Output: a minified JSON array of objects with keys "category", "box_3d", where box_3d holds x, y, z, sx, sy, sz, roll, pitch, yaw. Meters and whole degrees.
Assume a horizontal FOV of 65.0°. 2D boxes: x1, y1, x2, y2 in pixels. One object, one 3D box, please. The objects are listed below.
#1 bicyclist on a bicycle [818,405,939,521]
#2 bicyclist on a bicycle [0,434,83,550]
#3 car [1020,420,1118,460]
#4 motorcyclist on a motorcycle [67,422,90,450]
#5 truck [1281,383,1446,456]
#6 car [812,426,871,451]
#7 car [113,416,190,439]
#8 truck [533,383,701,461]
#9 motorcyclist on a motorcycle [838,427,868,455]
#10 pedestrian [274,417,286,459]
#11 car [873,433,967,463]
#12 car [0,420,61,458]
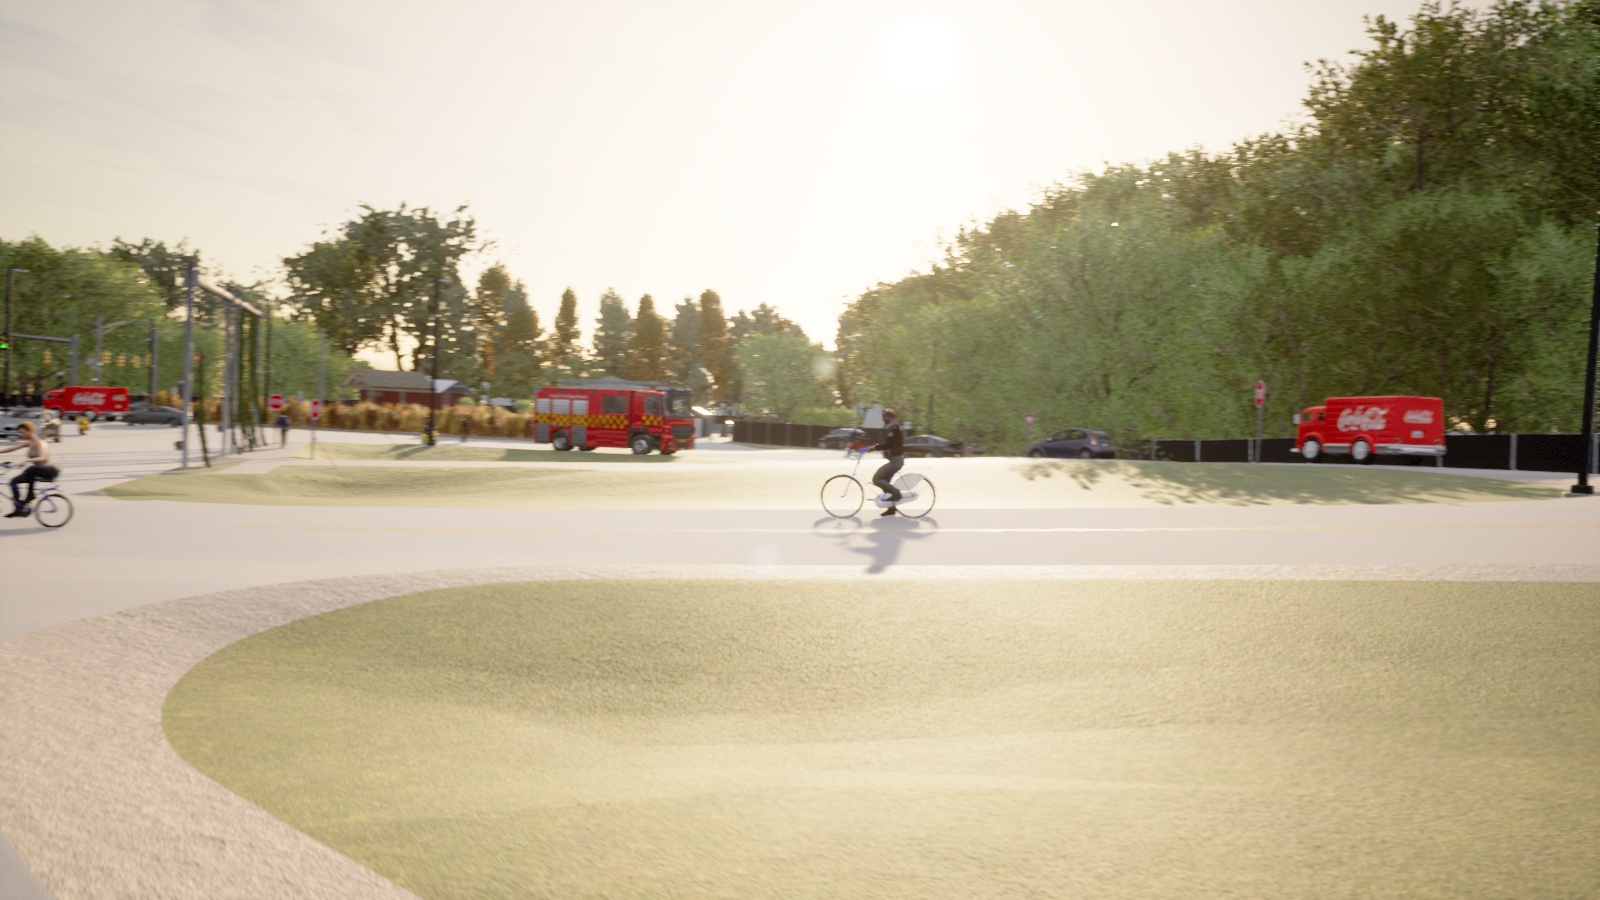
[{"category":"bicyclist on a bicycle","box_3d":[1.250,0.202,19.880,1.843,1.776,0.659,-1,2,7]},{"category":"bicyclist on a bicycle","box_3d":[-11.504,0.588,18.410,0.866,1.612,1.509,3,3,38]},{"category":"car","box_3d":[12.296,-0.436,57.503,1.851,1.617,3.988,-1,-2,-42]},{"category":"motorcyclist on a motorcycle","box_3d":[-40.639,-0.802,70.747,0.797,1.523,2.044,1,2,-22]},{"category":"truck","box_3d":[20.541,-1.062,46.056,2.627,2.467,5.204,0,0,-20]},{"category":"car","box_3d":[2.785,-0.745,85.440,1.837,1.490,4.892,0,-2,-26]},{"category":"car","box_3d":[-43.194,-1.492,83.714,4.181,1.385,1.994,1,3,-8]},{"category":"truck","box_3d":[-9.551,-1.522,65.269,8.468,3.827,2.891,2,3,26]},{"category":"motorcyclist on a motorcycle","box_3d":[3.108,-0.547,73.239,0.866,1.590,1.817,1,1,37]},{"category":"pedestrian","box_3d":[-24.666,-0.553,59.579,0.423,1.949,0.788,1,3,-19]},{"category":"car","box_3d":[6.113,-0.120,64.364,1.837,1.490,4.892,0,0,-41]},{"category":"car","box_3d":[-36.952,-0.556,59.680,2.242,1.667,4.611,1,1,-18]}]
